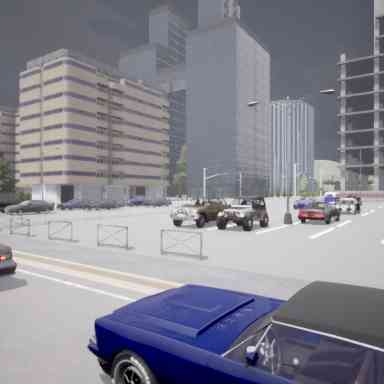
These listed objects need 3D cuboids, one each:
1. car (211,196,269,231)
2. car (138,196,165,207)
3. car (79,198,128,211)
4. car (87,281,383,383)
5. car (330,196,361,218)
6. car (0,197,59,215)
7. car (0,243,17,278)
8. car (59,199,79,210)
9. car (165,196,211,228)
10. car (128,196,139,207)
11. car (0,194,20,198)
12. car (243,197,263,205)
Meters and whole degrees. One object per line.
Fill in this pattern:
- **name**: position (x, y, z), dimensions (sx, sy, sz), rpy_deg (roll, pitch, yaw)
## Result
- **car**: position (3.042, 1.156, 19.256), dimensions (1.905, 1.878, 3.866), rpy_deg (0, 0, 34)
- **car**: position (-5.162, 1.547, 50.154), dimensions (2.033, 1.411, 5.357), rpy_deg (0, 0, 34)
- **car**: position (-10.954, 1.547, 41.538), dimensions (2.033, 1.411, 5.357), rpy_deg (0, 0, 34)
- **car**: position (1.154, 1.601, 3.167), dimensions (4.718, 1.301, 1.895), rpy_deg (0, 0, 35)
- **car**: position (15.066, 1.395, 32.211), dimensions (1.970, 1.475, 3.806), rpy_deg (0, 0, 34)
- **car**: position (-16.284, 1.526, 33.566), dimensions (1.812, 1.442, 4.674), rpy_deg (0, 0, 34)
- **car**: position (-6.692, 1.547, 8.682), dimensions (5.357, 1.411, 2.033), rpy_deg (0, 0, 35)
- **car**: position (-14.522, 1.547, 42.513), dimensions (2.033, 1.411, 5.357), rpy_deg (0, 0, 34)
- **car**: position (0.675, 1.153, 20.922), dimensions (1.932, 1.855, 4.605), rpy_deg (0, 0, 34)
- **car**: position (-8.846, 1.352, 50.909), dimensions (2.097, 1.767, 4.553), rpy_deg (0, 0, 35)
- **car**: position (-20.232, 1.222, 34.003), dimensions (2.150, 2.045, 5.566), rpy_deg (0, 0, 34)
- **car**: position (11.381, 1.601, 61.926), dimensions (1.895, 1.301, 4.718), rpy_deg (0, 0, 35)
